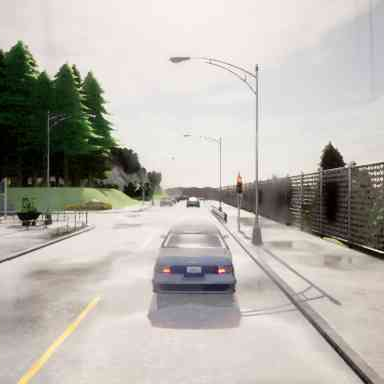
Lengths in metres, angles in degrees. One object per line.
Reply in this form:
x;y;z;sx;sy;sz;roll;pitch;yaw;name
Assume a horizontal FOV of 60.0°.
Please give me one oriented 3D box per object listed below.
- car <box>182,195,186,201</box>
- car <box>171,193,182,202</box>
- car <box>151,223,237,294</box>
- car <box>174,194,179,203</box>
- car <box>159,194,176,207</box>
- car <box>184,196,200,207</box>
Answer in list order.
-2.433;1.540;85.487;2.033;1.411;5.357;0;0;-36;car
-3.868;1.225;72.788;2.150;2.045;5.566;0;0;0;car
0.063;1.547;8.936;2.033;1.411;5.357;0;0;1;car
-3.949;1.526;62.383;1.812;1.442;4.674;0;0;1;car
-3.997;1.505;52.486;1.837;1.490;4.892;0;0;0;car
0.178;1.564;50.545;1.994;1.385;4.181;0;0;0;car
